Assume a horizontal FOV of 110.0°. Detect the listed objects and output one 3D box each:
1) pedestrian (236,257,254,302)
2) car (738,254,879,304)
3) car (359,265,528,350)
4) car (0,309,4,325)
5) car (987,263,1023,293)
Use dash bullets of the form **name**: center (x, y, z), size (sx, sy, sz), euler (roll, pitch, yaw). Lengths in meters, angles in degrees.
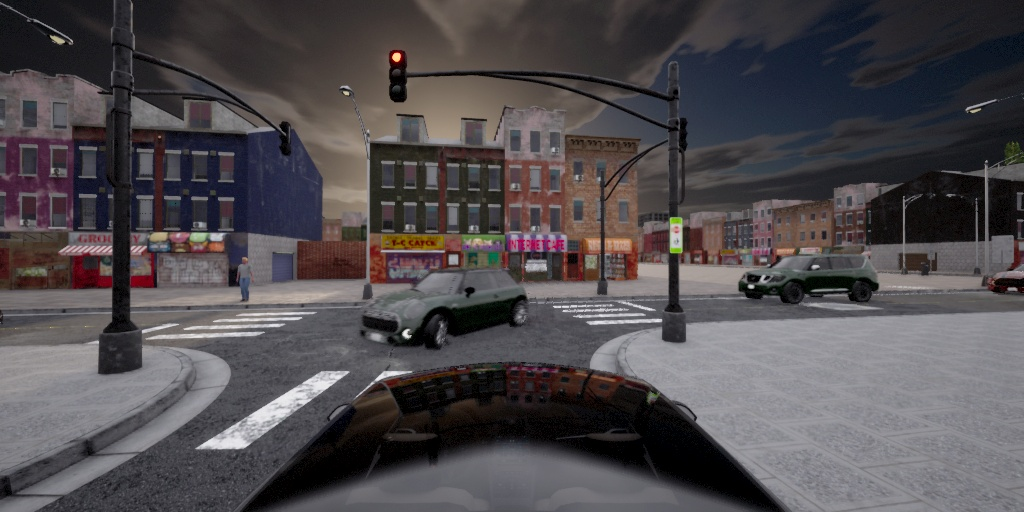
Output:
- **pedestrian**: center (-11.107, 0.945, 14.948), size (0.375, 1.860, 0.375), euler (0, 0, -9)
- **car**: center (12.975, 0.940, 15.779), size (5.566, 2.045, 2.150), euler (0, 0, -9)
- **car**: center (-1.525, 1.104, 9.300), size (2.097, 1.767, 4.553), euler (1, 0, 36)
- **car**: center (-15.411, 1.277, 8.354), size (4.902, 1.511, 2.128), euler (0, 0, -8)
- **car**: center (26.728, 1.038, 17.900), size (4.553, 1.767, 2.097), euler (0, 0, -8)
